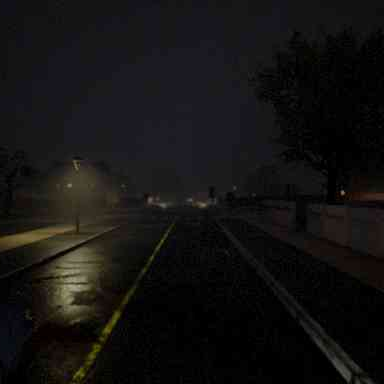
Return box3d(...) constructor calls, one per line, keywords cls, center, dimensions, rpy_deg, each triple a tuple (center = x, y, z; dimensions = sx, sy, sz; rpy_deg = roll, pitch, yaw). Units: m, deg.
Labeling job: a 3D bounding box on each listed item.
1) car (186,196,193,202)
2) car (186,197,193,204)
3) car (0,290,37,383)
box3d(cls="car", center=(-0.754, 1.976, 90.046), dimensions=(1.882, 1.535, 5.008), rpy_deg=(0, -1, -2))
box3d(cls="car", center=(-0.587, 2.046, 80.020), dimensions=(1.812, 1.442, 4.674), rpy_deg=(0, -1, -1))
box3d(cls="car", center=(-2.849, 1.549, 1.827), dimensions=(2.033, 1.411, 5.357), rpy_deg=(0, 0, 0))
